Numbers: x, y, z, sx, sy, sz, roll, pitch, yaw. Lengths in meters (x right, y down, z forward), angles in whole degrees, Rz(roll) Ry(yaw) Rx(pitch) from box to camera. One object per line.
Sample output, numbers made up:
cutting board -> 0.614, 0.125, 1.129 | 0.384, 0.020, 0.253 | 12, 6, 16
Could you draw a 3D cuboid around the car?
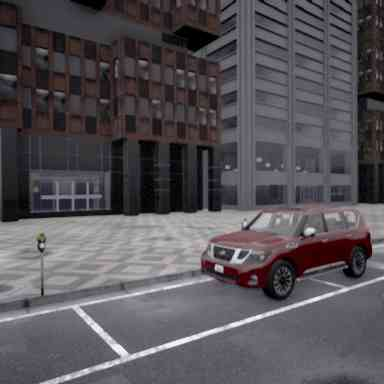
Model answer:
car -> 2.624, 1.297, 8.506 | 5.009, 1.841, 2.192 | 0, 0, -35
